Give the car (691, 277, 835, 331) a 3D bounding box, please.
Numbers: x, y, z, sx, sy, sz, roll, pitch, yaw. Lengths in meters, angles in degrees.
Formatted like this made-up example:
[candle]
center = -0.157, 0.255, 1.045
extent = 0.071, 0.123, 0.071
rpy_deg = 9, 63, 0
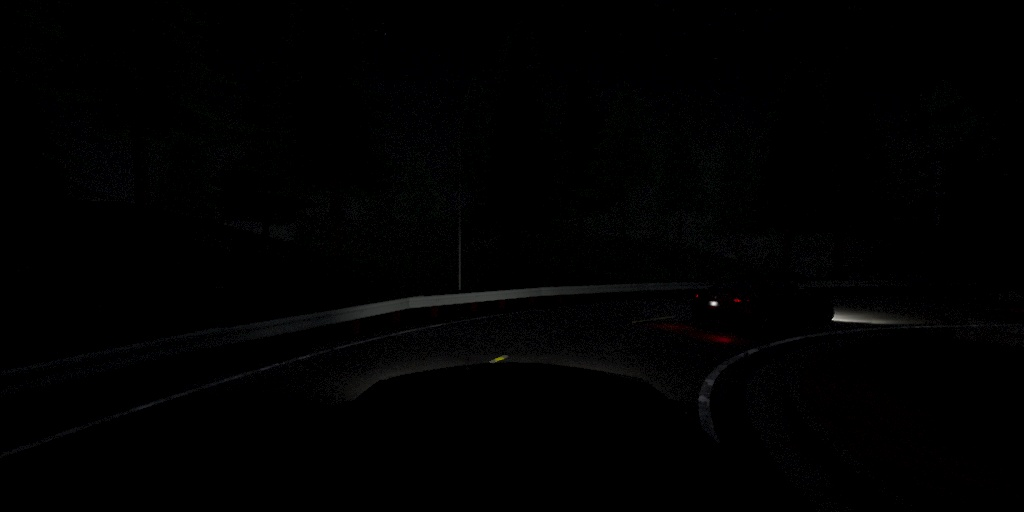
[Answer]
[car]
center = 7.602, 1.327, 10.906
extent = 4.181, 1.385, 1.994
rpy_deg = 0, 0, -21
